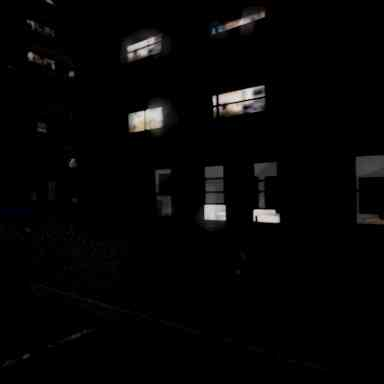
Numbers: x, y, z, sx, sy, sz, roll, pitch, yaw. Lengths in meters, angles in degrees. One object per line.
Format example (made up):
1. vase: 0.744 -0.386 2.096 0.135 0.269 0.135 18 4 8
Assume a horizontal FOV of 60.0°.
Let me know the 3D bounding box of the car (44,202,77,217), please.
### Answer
1. car: -11.544 1.567 30.793 1.802 1.307 4.206 0 0 35

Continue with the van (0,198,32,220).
1. van: -14.796 1.361 26.182 1.690 1.788 3.998 0 0 35

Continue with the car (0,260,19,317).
1. car: -4.955 1.585 6.263 4.313 1.339 1.947 0 -1 35
